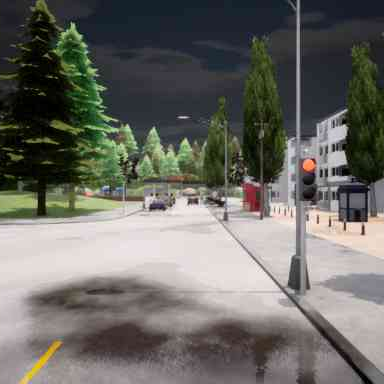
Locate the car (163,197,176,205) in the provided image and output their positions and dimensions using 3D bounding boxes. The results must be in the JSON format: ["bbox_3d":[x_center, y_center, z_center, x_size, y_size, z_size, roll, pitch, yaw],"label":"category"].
[{"bbox_3d":[-3.985,1.564,60.293,1.994,1.385,4.181,0,0,1],"label":"car"}]

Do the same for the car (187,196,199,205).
[{"bbox_3d":[0.176,1.478,59.731,1.882,1.535,5.008,0,0,0],"label":"car"}]

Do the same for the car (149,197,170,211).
[{"bbox_3d":[-4.062,1.601,40.443,1.895,1.301,4.718,0,0,0],"label":"car"}]

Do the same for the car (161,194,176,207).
[{"bbox_3d":[-4.039,1.352,50.337,2.097,1.767,4.553,0,0,0],"label":"car"}]
